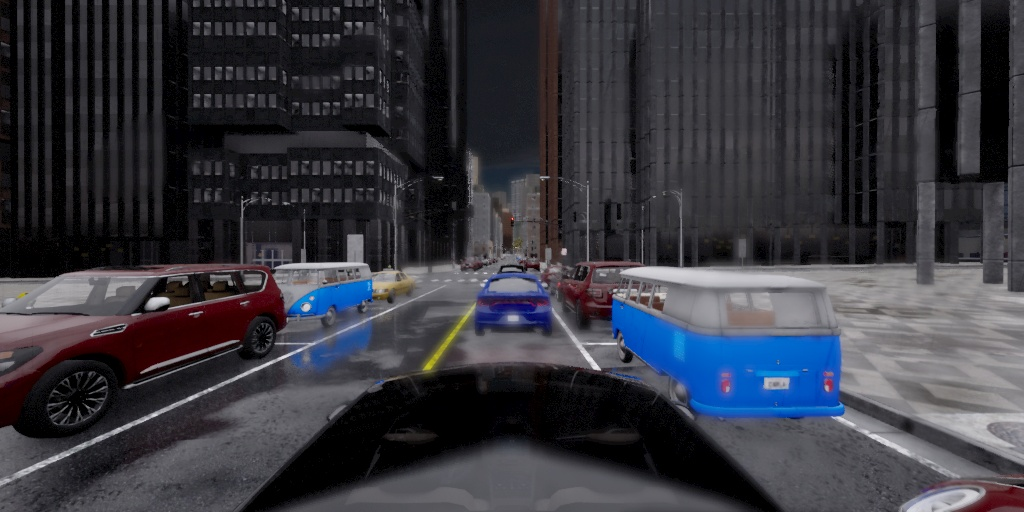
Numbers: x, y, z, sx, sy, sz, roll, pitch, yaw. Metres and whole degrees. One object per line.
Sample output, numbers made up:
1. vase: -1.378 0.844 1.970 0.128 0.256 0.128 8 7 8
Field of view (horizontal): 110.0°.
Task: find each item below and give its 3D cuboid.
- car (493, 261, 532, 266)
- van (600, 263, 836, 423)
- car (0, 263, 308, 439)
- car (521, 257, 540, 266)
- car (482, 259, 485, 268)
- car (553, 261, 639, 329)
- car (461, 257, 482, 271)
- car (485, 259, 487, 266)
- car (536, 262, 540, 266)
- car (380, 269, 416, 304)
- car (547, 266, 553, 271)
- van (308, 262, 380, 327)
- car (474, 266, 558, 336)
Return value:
1. car: -0.002 1.257 20.774 1.837 1.490 4.892 0 0 0
2. van: 2.766 1.090 5.590 1.690 1.789 3.998 0 0 0
3. car: -5.766 1.064 5.602 2.192 1.841 5.009 0 0 0
4. car: 2.756 1.084 49.206 2.192 1.841 5.009 0 0 0
5. car: -5.770 1.090 54.858 2.192 1.841 5.009 0 0 0
6. car: 2.764 1.064 11.115 2.192 1.841 5.009 0 0 0
7. car: -5.769 1.084 49.215 2.192 1.841 5.009 0 0 0
8. car: -5.771 1.348 60.501 1.948 1.339 4.313 0 0 0
9. car: 2.760 1.297 22.166 1.888 1.381 4.507 0 0 0
10. car: -5.765 1.276 16.481 1.751 1.417 4.829 0 0 0
11. car: 2.762 1.301 16.641 2.007 1.370 4.403 0 0 0
12. van: -5.766 1.090 11.127 1.690 1.789 3.998 0 0 0
13. car: 0.057 1.227 10.403 1.882 1.535 5.008 0 0 1
